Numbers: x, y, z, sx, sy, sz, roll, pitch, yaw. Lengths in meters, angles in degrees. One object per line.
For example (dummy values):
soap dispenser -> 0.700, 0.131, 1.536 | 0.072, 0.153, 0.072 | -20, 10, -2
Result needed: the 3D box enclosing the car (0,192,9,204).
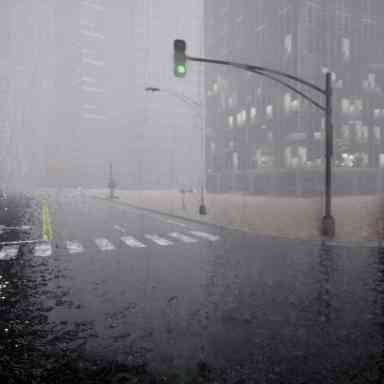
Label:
car -> -23.294, 0.680, 40.165 | 2.033, 1.411, 5.357 | -2, 2, -24
